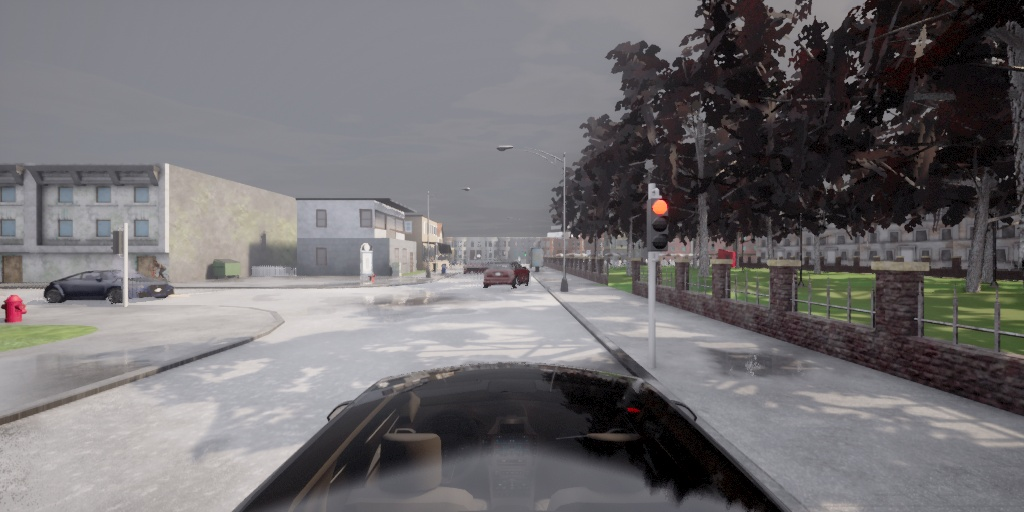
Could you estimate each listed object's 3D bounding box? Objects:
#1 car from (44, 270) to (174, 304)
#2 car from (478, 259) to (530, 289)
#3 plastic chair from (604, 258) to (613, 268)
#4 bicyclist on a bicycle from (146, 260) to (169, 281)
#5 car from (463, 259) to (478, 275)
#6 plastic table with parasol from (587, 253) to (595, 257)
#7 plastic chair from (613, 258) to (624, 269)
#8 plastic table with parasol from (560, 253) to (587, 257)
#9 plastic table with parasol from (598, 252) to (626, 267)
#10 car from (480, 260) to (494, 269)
[{"bbox_3d":[-17.541,1.313,15.744,4.181,1.385,1.994,0,0,0],"label":"car"},{"bbox_3d":[-0.260,1.102,23.266,2.097,1.767,4.553,0,0,16],"label":"car"},{"bbox_3d":[14.306,1.305,54.117,0.730,1.272,0.750,0,0,-35],"label":"plastic chair"},{"bbox_3d":[-23.867,1.098,24.144,0.582,1.620,1.656,0,0,0],"label":"bicyclist on a bicycle"},{"bbox_3d":[-4.109,1.102,39.527,2.097,1.767,4.553,0,0,0],"label":"car"},{"bbox_3d":[14.655,0.672,63.233,2.482,2.480,2.482,0,0,-42],"label":"plastic table with parasol"},{"bbox_3d":[16.012,1.296,54.021,0.750,1.272,0.730,0,0,-40],"label":"plastic chair"},{"bbox_3d":[9.959,0.684,57.757,2.482,2.480,2.482,0,0,-40],"label":"plastic table with parasol"},{"bbox_3d":[15.279,0.694,55.020,2.482,2.480,2.482,0,0,-40],"label":"plastic table with parasol"},{"bbox_3d":[-4.087,1.314,58.893,1.994,1.385,4.181,0,0,0],"label":"car"}]
